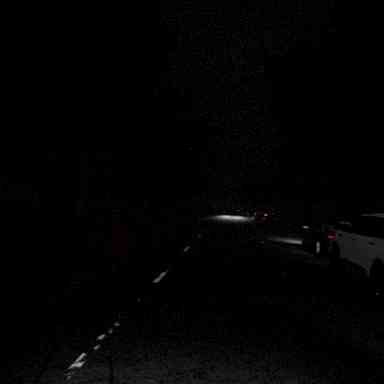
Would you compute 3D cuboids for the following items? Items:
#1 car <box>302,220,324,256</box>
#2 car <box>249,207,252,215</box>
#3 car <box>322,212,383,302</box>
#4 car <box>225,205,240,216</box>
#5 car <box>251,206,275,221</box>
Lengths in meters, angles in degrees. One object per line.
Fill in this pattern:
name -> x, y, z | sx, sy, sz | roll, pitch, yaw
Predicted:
car -> 6.300, 2.019, 15.051 | 1.837, 1.490, 4.892 | 4, -1, 7
car -> 9.470, 2.712, 48.795 | 1.994, 1.385, 4.181 | 3, -1, 7
car -> 5.570, 1.608, 9.120 | 2.150, 2.045, 5.566 | 4, -1, 7
car -> 5.521, 2.474, 45.021 | 1.895, 1.301, 4.718 | 3, -1, 7
car -> 8.117, 2.430, 37.361 | 1.994, 1.385, 4.181 | 4, -1, 7
